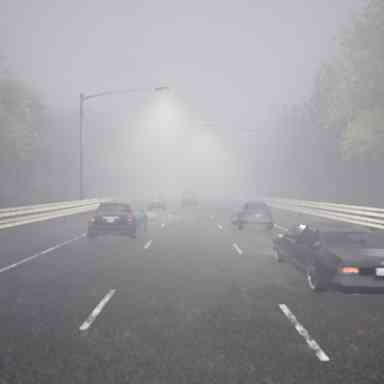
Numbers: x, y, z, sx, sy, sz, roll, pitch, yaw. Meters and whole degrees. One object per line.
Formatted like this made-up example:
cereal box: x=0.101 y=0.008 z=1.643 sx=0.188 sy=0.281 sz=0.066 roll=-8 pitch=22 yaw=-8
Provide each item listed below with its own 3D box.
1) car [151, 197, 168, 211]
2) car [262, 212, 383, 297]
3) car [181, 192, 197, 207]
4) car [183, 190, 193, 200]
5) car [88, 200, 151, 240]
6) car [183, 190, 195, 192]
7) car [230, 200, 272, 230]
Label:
car: x=-3.628 y=1.250 z=35.280 sx=2.033 sy=1.411 sz=5.357 roll=0 pitch=0 yaw=-1
car: x=3.491 y=1.475 z=8.575 sx=2.033 sy=1.411 sz=5.357 roll=0 pitch=0 yaw=0
car: x=-0.371 y=1.133 z=43.824 sx=2.163 sy=1.488 sz=4.792 roll=0 pitch=0 yaw=-1
car: x=-1.030 y=0.590 z=74.212 sx=2.150 sy=2.045 sz=5.566 roll=0 pitch=1 yaw=-2
car: x=-3.448 y=1.217 z=16.187 sx=2.097 sy=1.767 sz=4.553 roll=0 pitch=0 yaw=0
car: x=-0.405 y=0.787 z=51.800 sx=2.150 sy=2.045 sz=5.566 roll=0 pitch=1 yaw=-1
car: x=3.436 y=1.267 z=19.611 sx=2.033 sy=1.649 sz=4.856 roll=0 pitch=0 yaw=0
